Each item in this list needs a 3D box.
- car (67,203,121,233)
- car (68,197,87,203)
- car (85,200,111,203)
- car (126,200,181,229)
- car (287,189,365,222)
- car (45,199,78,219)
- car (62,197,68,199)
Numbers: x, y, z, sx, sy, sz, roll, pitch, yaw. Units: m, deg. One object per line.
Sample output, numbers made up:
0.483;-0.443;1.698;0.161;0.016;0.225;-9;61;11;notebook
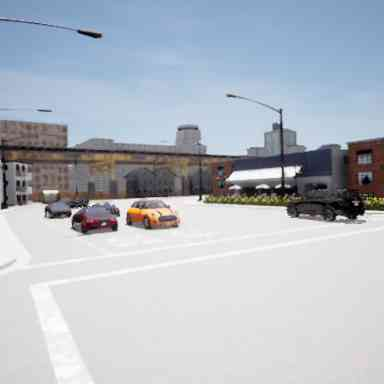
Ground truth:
-5.940;1.616;20.181;1.994;1.385;4.181;-2;1;-32;car
-16.169;1.564;48.287;1.882;1.535;5.008;-2;0;-9;car
-7.959;1.579;30.317;1.994;1.385;4.181;-2;1;-30;car
-2.551;1.293;21.333;2.097;1.767;4.553;-2;1;-31;car
8.837;0.845;22.487;2.150;2.045;5.566;-1;0;-23;car
-12.597;1.691;31.180;2.033;1.411;5.357;-2;1;-31;car
-20.201;1.662;53.612;1.837;1.490;4.892;-2;0;-1;car
